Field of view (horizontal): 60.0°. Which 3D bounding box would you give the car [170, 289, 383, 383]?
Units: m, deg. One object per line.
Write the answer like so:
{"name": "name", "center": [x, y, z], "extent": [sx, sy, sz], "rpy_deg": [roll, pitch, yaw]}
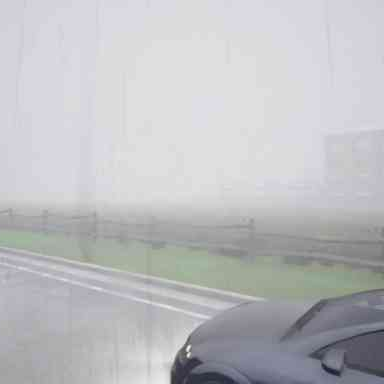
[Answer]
{"name": "car", "center": [1.832, 1.562, 2.763], "extent": [4.181, 1.385, 1.994], "rpy_deg": [0, 0, 37]}
